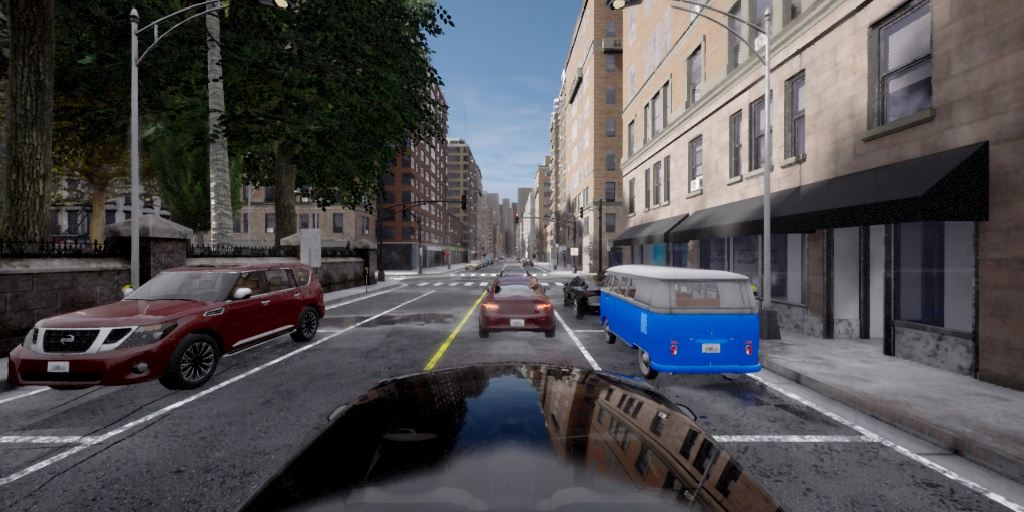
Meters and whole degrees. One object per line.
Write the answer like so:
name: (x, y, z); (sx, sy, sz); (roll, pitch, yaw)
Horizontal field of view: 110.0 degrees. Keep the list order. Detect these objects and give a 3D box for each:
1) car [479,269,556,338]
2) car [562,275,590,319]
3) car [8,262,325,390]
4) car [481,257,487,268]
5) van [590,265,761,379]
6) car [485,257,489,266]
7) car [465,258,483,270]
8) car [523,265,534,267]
car: (0.127, 1.274, 10.048); (1.812, 1.442, 4.674); (0, 0, 0)
car: (2.886, 1.313, 12.667); (1.948, 1.339, 4.313); (0, 0, 0)
car: (-5.654, 1.064, 6.989); (2.192, 1.841, 5.009); (0, 0, 0)
car: (-5.524, 1.272, 56.128); (2.007, 1.370, 4.403); (0, 0, 0)
van: (2.870, 1.090, 7.006); (1.690, 1.789, 3.998); (0, 0, 0)
car: (-5.510, 1.265, 61.579); (1.888, 1.381, 4.507); (0, 0, 0)
car: (-5.539, 1.248, 50.508); (1.751, 1.417, 4.829); (0, 0, 0)
car: (0.121, 1.345, 18.870); (1.895, 1.301, 4.718); (0, 0, -1)
